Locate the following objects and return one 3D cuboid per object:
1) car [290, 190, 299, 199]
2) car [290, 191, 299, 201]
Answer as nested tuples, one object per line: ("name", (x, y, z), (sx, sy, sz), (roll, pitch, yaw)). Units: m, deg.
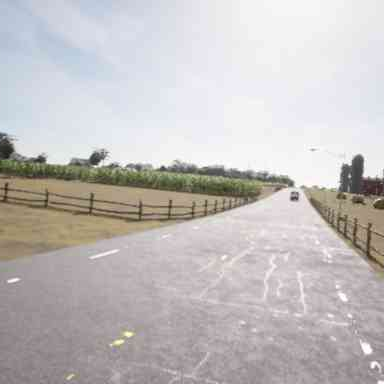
("car", (27.704, 0.719, 89.723), (2.150, 2.045, 5.566), (4, 3, 17))
("car", (24.550, 1.301, 79.871), (1.882, 1.535, 5.008), (4, 3, 17))
